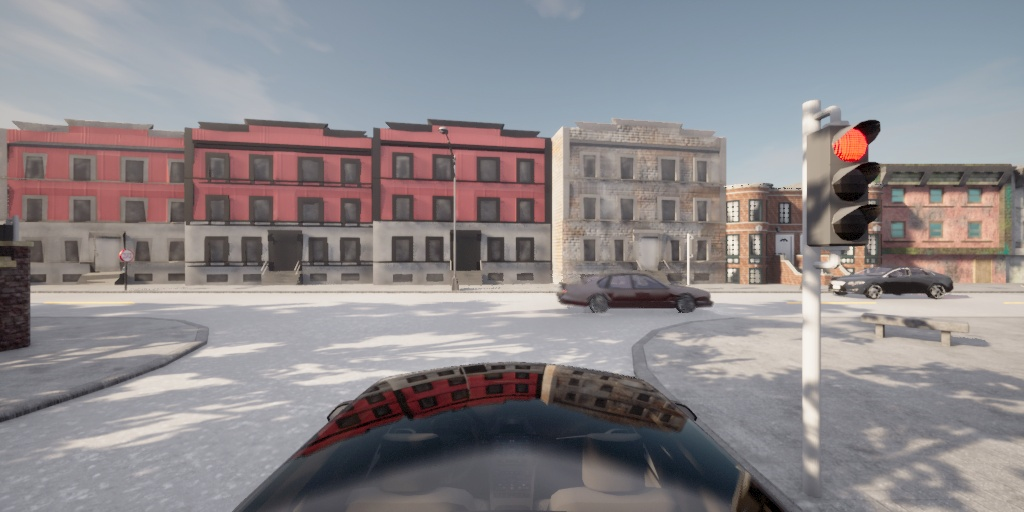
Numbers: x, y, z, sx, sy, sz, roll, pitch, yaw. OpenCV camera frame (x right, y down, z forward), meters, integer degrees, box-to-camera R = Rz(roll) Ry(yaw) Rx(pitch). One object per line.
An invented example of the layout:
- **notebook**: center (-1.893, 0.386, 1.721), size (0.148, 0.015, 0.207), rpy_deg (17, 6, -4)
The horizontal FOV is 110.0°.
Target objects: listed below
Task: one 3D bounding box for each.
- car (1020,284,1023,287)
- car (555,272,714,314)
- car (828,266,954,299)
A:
- **car**: center (28.068, 1.349, 17.309), size (4.718, 1.301, 1.895), rpy_deg (0, 0, 0)
- **car**: center (4.298, 1.296, 13.132), size (5.357, 1.411, 2.033), rpy_deg (0, 0, 0)
- **car**: center (18.140, 1.240, 17.324), size (4.902, 1.511, 2.128), rpy_deg (0, 0, 0)
